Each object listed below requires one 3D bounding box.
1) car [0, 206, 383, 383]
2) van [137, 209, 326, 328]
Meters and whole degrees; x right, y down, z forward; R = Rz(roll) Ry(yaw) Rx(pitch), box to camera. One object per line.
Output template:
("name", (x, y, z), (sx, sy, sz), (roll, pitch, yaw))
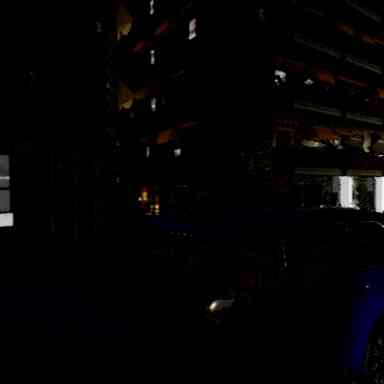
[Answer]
("car", (0.256, 1.217, 3.558), (5.566, 2.045, 2.150), (0, 0, -35))
("van", (1.004, 1.334, 7.293), (3.998, 1.788, 1.690), (0, -1, -35))
